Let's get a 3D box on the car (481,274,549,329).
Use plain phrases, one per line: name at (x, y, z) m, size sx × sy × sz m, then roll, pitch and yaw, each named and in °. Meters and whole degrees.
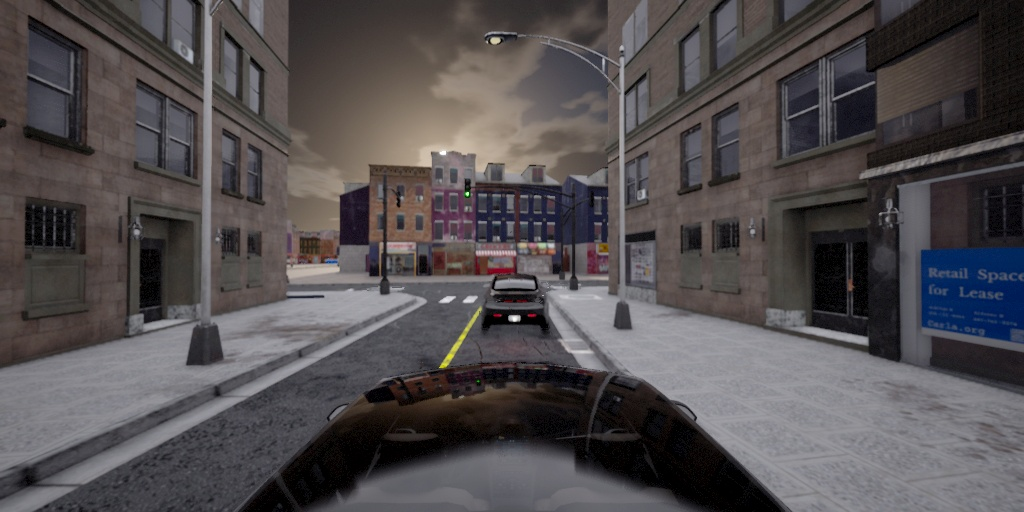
car at (0.108, 1.298, 11.378) m, size 1.837 × 1.490 × 4.892 m, roll 0°, pitch 0°, yaw 1°
